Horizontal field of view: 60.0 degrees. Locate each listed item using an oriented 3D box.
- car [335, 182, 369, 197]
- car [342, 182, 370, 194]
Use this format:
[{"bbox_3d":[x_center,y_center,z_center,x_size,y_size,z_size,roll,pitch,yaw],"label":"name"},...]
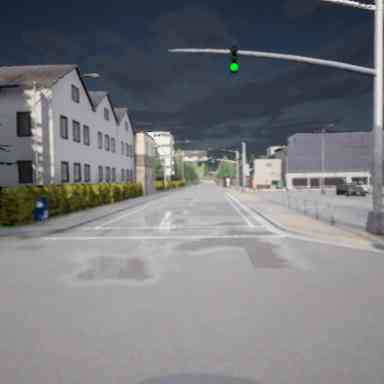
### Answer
[{"bbox_3d":[17.599,-0.238,37.193,2.007,1.523,4.514,-1,2,3],"label":"car"},{"bbox_3d":[21.624,-0.605,44.032,1.970,1.475,3.806,-1,2,3],"label":"car"}]
